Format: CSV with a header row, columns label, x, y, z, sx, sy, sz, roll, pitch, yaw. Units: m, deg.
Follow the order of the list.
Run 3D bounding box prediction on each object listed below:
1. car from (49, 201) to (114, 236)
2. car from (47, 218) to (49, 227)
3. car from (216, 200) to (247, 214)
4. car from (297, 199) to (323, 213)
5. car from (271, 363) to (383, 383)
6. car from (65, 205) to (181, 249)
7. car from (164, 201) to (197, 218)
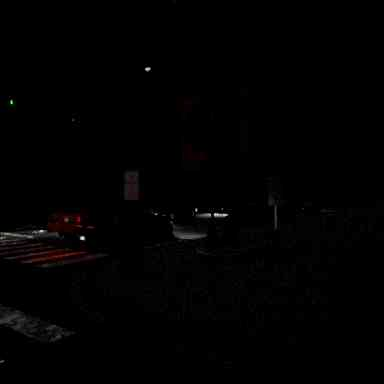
label,x,y,z,sx,sy,sz,roll,pitch,yaw
car,-4.791,1.372,17.694,2.097,1.767,4.553,0,0,35
car,-6.688,1.370,20.987,2.097,1.767,4.553,0,0,35
car,4.342,1.617,36.553,1.994,1.385,4.181,0,0,36
car,13.414,1.566,37.786,2.128,1.511,4.902,0,0,35
car,2.222,1.551,1.258,4.403,1.369,2.008,0,0,36
car,-2.835,1.527,14.836,1.837,1.490,4.892,0,0,35
car,-1.456,1.539,28.375,1.837,1.490,4.892,0,0,35
